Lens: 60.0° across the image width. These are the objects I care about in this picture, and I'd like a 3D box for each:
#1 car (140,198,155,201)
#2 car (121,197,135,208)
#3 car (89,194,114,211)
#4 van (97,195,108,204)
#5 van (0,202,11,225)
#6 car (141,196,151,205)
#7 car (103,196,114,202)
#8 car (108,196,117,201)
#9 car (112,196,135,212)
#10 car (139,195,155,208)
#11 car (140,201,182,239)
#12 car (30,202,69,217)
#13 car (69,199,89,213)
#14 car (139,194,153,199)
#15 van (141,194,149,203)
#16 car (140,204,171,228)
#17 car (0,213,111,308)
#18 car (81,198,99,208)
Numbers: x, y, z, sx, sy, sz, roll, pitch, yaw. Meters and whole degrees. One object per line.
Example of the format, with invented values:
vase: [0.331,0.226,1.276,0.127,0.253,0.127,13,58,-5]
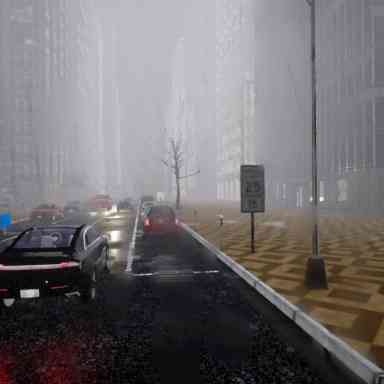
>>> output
car: [-4.364,1.604,34.104,1.802,1.307,4.206,0,0,-9]
car: [-9.382,1.531,49.188,1.882,1.535,5.008,0,0,-8]
car: [-11.385,1.286,42.335,2.150,2.045,5.566,0,0,-9]
van: [-17.803,1.447,66.602,1.690,1.788,3.998,0,0,-9]
van: [-10.194,1.395,15.971,1.690,1.788,3.998,0,0,-9]
car: [-8.683,1.577,62.391,1.752,1.417,4.829,0,0,-9]
car: [-19.521,1.685,77.850,1.947,1.339,4.313,0,0,-9]
car: [-21.239,1.683,89.097,2.008,1.369,4.403,0,0,-9]
car: [-7.799,1.534,39.118,2.128,1.511,4.902,0,0,-8]
car: [-6.939,1.354,50.976,2.192,1.841,5.009,0,0,-9]
car: [-1.667,1.444,17.253,1.967,1.590,4.097,0,0,-9]
car: [-11.802,1.610,27.235,1.887,1.381,4.507,0,0,-9]
car: [-13.510,1.642,38.481,1.947,1.339,4.313,0,0,-9]
car: [-6.080,1.349,45.352,2.192,1.841,5.009,0,0,-9]
van: [-10.374,1.405,73.471,1.690,1.788,3.998,0,0,-9]
car: [-2.581,1.576,22.868,1.947,1.339,4.313,0,0,-9]
car: [-3.108,1.503,8.018,2.128,1.511,4.902,0,0,-9]
car: [-15.227,1.654,49.730,1.947,1.339,4.313,0,0,-9]
